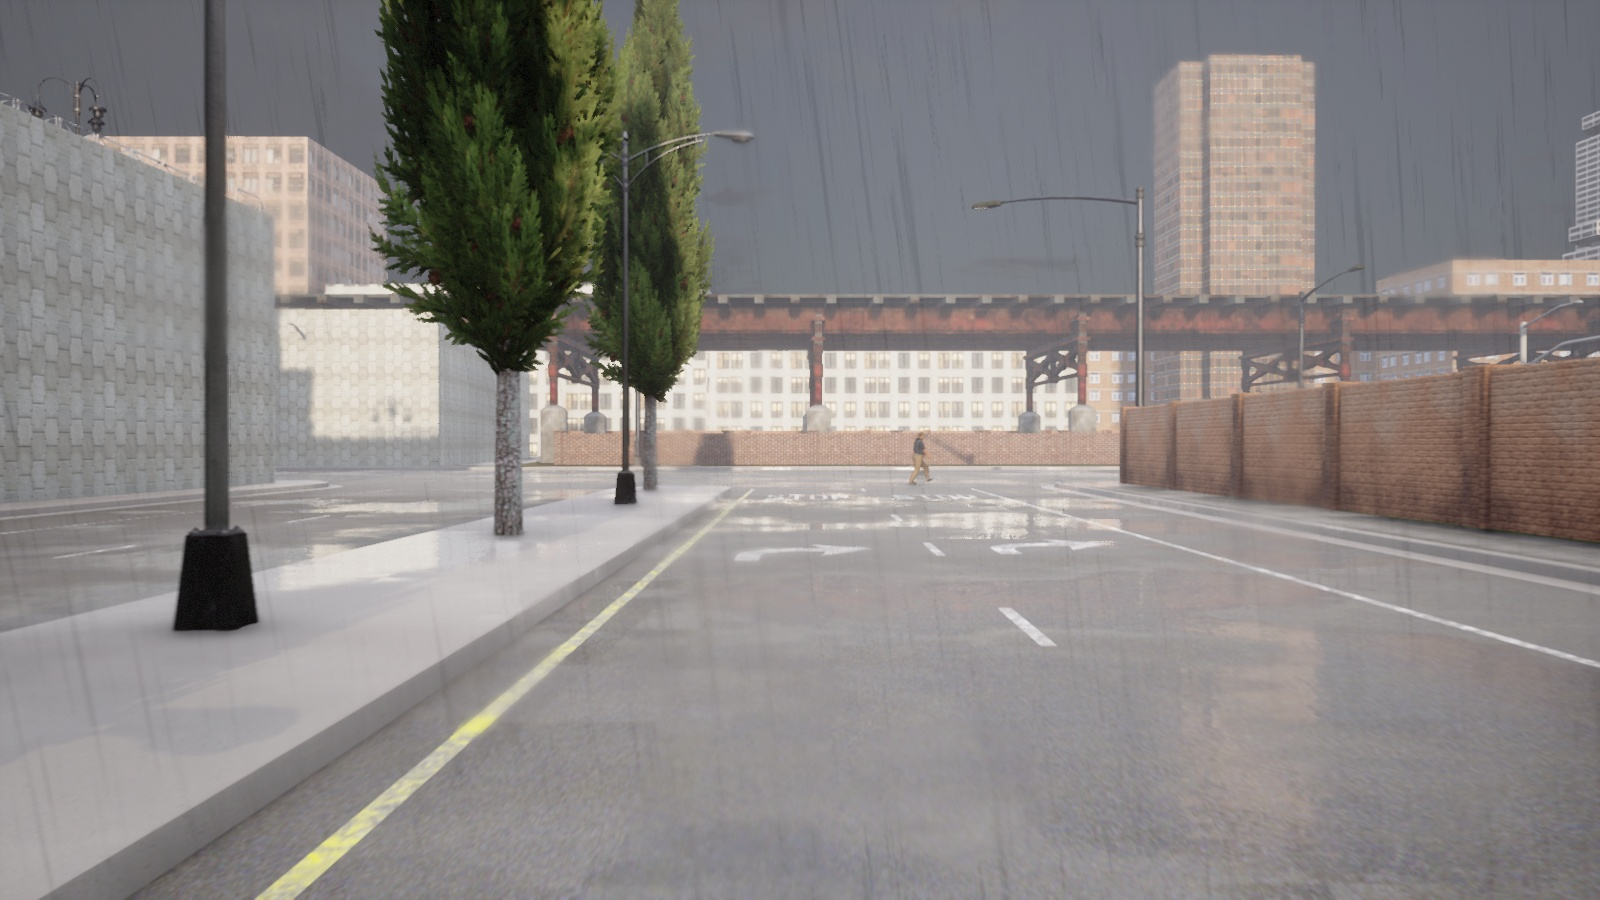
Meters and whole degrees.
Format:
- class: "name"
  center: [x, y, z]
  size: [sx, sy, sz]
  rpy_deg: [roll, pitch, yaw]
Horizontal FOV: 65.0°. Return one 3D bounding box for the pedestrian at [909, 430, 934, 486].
- class: "pedestrian"
  center: [4.102, 0.265, 42.422]
  size: [0.694, 1.848, 0.540]
  rpy_deg: [0, 0, -11]
